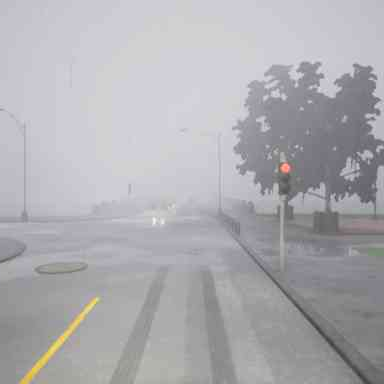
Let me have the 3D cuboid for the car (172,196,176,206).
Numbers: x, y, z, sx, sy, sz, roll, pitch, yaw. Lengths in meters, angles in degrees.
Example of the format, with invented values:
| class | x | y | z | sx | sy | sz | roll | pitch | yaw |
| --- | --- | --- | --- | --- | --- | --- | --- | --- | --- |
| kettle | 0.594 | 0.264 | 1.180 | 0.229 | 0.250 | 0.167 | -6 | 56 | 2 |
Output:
| class | x | y | z | sx | sy | sz | roll | pitch | yaw |
| --- | --- | --- | --- | --- | --- | --- | --- | --- | --- |
| car | -4.061 | 1.513 | 52.494 | 1.882 | 1.535 | 5.008 | 0 | 0 | 0 |

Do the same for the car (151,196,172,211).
| class | x | y | z | sx | sy | sz | roll | pitch | yaw |
| --- | --- | --- | --- | --- | --- | --- | --- | --- | --- |
| car | -4.074 | 1.520 | 42.247 | 2.128 | 1.511 | 4.902 | 0 | 0 | 0 |

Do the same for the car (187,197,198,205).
| class | x | y | z | sx | sy | sz | roll | pitch | yaw |
| --- | --- | --- | --- | --- | --- | --- | --- | --- | --- |
| car | 0.038 | 1.589 | 61.682 | 2.033 | 1.411 | 5.357 | 0 | 0 | 0 |
